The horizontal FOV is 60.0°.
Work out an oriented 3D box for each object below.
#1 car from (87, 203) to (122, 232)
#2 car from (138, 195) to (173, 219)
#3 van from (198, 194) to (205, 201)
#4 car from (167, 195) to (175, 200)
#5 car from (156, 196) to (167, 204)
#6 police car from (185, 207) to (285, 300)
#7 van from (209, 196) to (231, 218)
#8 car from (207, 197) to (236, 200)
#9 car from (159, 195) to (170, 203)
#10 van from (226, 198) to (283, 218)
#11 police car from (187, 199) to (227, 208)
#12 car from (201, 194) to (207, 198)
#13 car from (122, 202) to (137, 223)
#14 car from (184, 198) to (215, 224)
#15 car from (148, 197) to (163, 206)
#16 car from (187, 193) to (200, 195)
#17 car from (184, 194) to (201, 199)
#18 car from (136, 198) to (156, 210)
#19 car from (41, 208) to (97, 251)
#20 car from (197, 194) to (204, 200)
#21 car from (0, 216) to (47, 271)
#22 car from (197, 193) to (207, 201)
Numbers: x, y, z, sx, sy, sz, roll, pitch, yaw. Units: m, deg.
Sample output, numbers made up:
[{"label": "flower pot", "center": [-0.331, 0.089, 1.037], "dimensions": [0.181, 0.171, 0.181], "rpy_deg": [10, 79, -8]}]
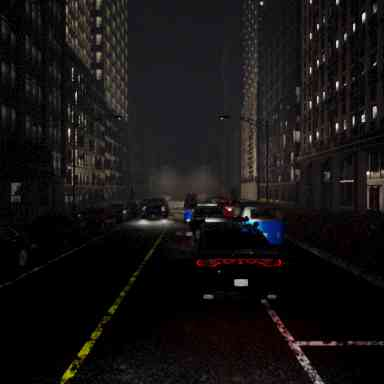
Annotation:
[{"label": "car", "center": [-5.753, 1.540, 19.770], "dimensions": [1.887, 1.381, 4.507], "rpy_deg": [-1, 0, 0]}, {"label": "car", "center": [-3.080, 1.345, 28.757], "dimensions": [2.097, 1.767, 4.553], "rpy_deg": [0, 0, 0]}, {"label": "van", "center": [2.425, 1.315, 87.998], "dimensions": [1.690, 1.788, 3.998], "rpy_deg": [-1, 0, 0]}, {"label": "car", "center": [-5.971, 1.537, 93.657], "dimensions": [1.947, 1.339, 4.313], "rpy_deg": [-1, 0, 0]}, {"label": "car", "center": [-5.887, 1.564, 65.238], "dimensions": [1.802, 1.307, 4.206], "rpy_deg": [-1, 0, 0]}, {"label": "police car", "center": [0.878, 1.423, 8.561], "dimensions": [1.930, 1.638, 5.238], "rpy_deg": [0, 0, 0]}, {"label": "van", "center": [2.592, 1.333, 31.162], "dimensions": [1.690, 1.788, 3.998], "rpy_deg": [-1, 0, 0]}, {"label": "car", "center": [2.608, 1.309, 25.478], "dimensions": [2.192, 1.841, 5.009], "rpy_deg": [-1, 0, 0]}, {"label": "car", "center": [-5.905, 1.420, 70.922], "dimensions": [1.967, 1.590, 4.097], "rpy_deg": [-1, 0, 0]}, {"label": "van", "center": [2.642, 1.338, 14.111], "dimensions": [1.690, 1.788, 3.998], "rpy_deg": [-1, 0, 0]}, {"label": "police car", "center": [0.848, 1.421, 18.562], "dimensions": [1.930, 1.638, 5.238], "rpy_deg": [0, 0, 0]}, {"label": "car", "center": [2.527, 1.536, 53.896], "dimensions": [2.008, 1.369, 4.403], "rpy_deg": [-1, 0, 0]}, {"label": "car", "center": [-5.770, 1.544, 25.453], "dimensions": [2.008, 1.369, 4.403], "rpy_deg": [-1, 0, 0]}, {"label": "car", "center": [0.574, 1.472, 24.550], "dimensions": [1.882, 1.535, 5.008], "rpy_deg": [0, 0, 6]}, {"label": "car", "center": [-5.853, 1.536, 53.871], "dimensions": [2.008, 1.369, 4.403], "rpy_deg": [-1, 0, 0]}, {"label": "car", "center": [-0.172, 1.205, 59.491], "dimensions": [2.150, 2.045, 5.566], "rpy_deg": [0, 0, 0]}, {"label": "car", "center": [-0.118, 1.466, 45.602], "dimensions": [1.882, 1.535, 5.008], "rpy_deg": [0, 0, 0]}, {"label": "car", "center": [-5.820, 1.540, 42.504], "dimensions": [2.008, 1.369, 4.403], "rpy_deg": [-1, 0, 0]}, {"label": "car", "center": [-5.736, 1.562, 14.086], "dimensions": [1.947, 1.339, 4.313], "rpy_deg": [-1, 0, 0]}, {"label": "car", "center": [2.409, 1.412, 93.682], "dimensions": [1.967, 1.590, 4.097], "rpy_deg": [-1, 0, 0]}, {"label": "car", "center": [-5.720, 1.549, 8.402], "dimensions": [2.008, 1.369, 4.403], "rpy_deg": [-1, 0, 0]}, {"label": "car", "center": [2.441, 1.291, 82.315], "dimensions": [2.192, 1.841, 5.009], "rpy_deg": [-1, 0, 0]}]
